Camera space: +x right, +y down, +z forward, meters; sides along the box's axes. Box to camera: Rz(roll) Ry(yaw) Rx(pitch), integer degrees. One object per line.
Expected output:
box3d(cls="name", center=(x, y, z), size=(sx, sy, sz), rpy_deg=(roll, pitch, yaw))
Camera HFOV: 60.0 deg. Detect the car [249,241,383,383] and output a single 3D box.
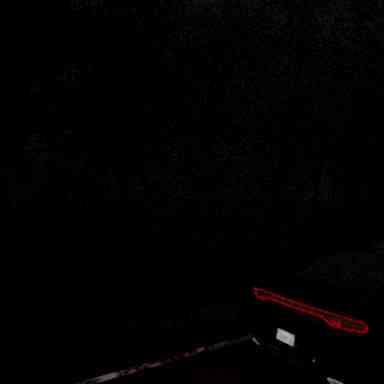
box3d(cls="car", center=(3.140, 1.511, 5.150), size=(5.008, 1.535, 1.882), rpy_deg=(0, 0, -33))
